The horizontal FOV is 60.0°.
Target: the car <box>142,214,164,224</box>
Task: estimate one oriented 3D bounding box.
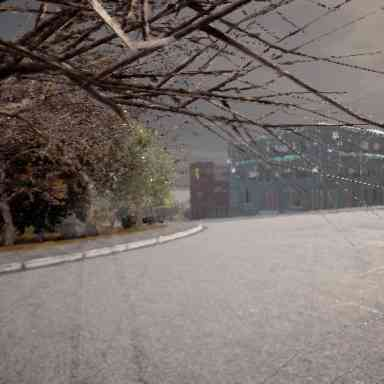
[{"bbox_3d":[-5.317,3.608,44.404,1.994,1.385,4.181,-2,-4,-27],"label":"car"}]
